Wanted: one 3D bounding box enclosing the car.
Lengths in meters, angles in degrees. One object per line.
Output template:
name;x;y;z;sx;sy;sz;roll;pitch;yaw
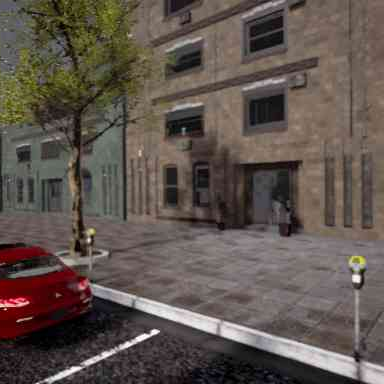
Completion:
car;-3.488;1.614;6.074;4.206;1.307;1.802;-1;1;40
